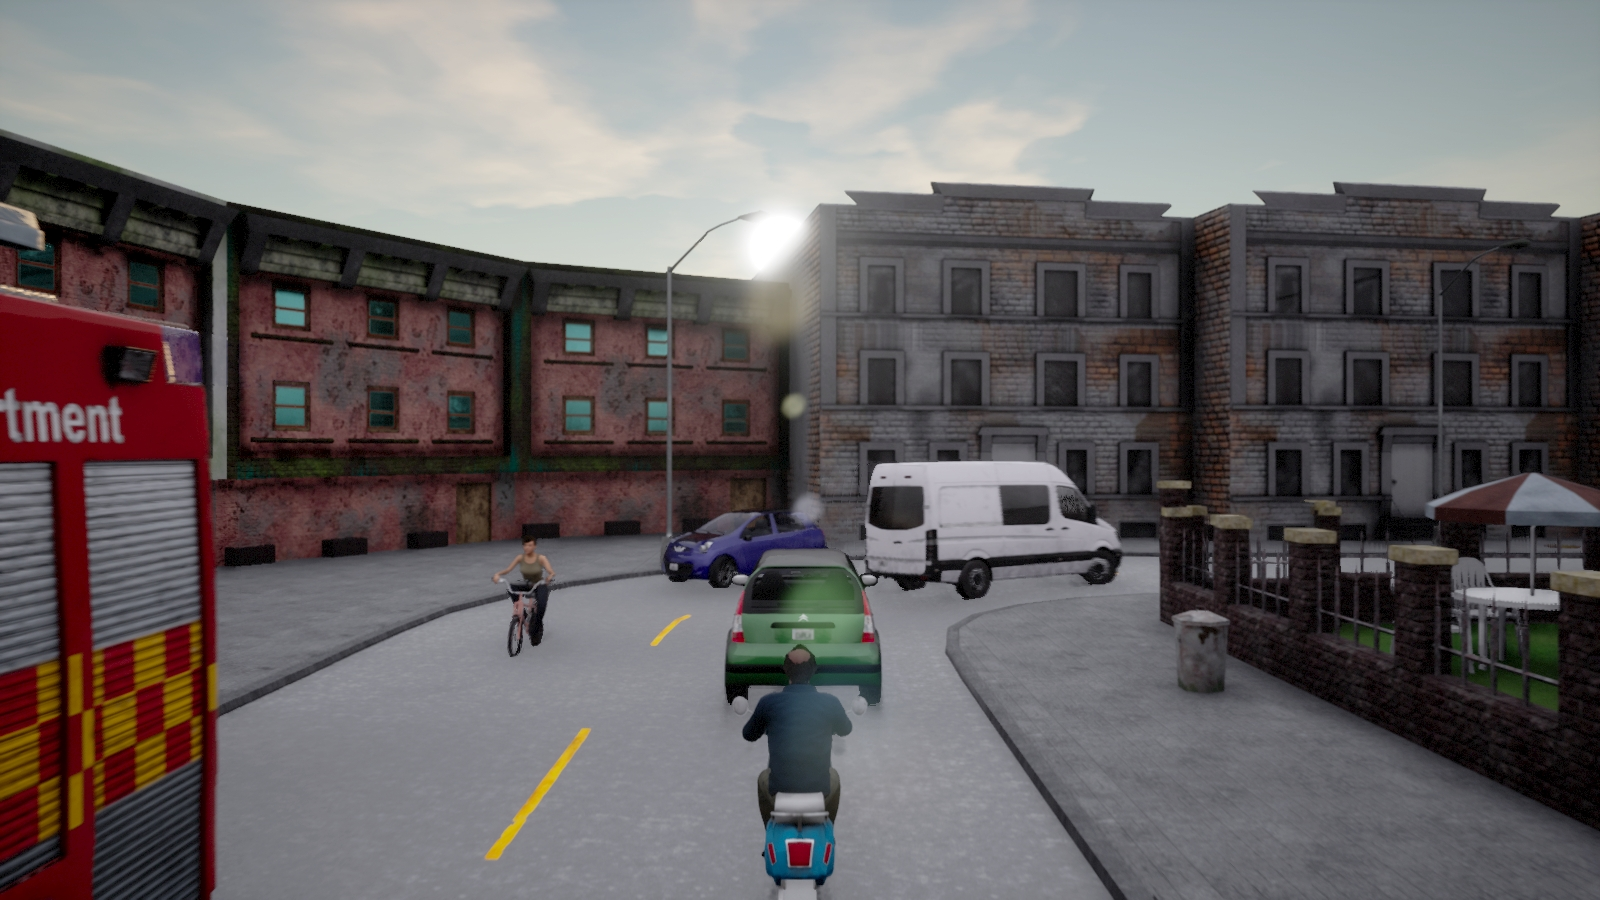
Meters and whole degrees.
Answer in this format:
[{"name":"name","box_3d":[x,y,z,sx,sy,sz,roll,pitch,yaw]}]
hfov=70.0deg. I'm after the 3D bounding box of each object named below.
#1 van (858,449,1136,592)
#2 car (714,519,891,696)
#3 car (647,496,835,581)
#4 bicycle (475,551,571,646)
[{"name":"van","box_3d":[4.103,1.300,23.114,5.915,2.561,1.988,0,-2,-37]},{"name":"car","box_3d":[0.047,1.770,13.988,1.851,1.617,3.988,0,0,1]},{"name":"car","box_3d":[-1.203,1.804,24.191,3.633,1.501,1.845,0,0,-42]},{"name":"bicycle","box_3d":[-3.806,2.026,15.827,0.859,1.080,1.487,2,0,4]}]
